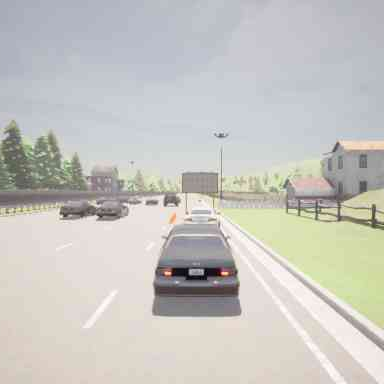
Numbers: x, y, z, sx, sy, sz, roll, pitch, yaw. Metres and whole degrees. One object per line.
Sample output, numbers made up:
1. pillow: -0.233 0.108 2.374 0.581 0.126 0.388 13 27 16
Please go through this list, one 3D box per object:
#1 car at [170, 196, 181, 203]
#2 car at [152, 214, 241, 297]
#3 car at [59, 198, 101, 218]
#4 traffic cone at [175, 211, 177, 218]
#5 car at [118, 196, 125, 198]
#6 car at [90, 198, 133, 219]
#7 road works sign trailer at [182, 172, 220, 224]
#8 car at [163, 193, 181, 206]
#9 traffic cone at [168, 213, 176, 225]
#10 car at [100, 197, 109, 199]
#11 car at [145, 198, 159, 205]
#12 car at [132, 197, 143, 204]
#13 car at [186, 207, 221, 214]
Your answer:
1. car: -3.308 1.564 68.494 1.994 1.385 4.181 0 0 0
2. car: 0.109 1.547 8.742 2.033 1.411 5.357 0 0 1
3. car: -10.360 1.547 30.554 2.033 1.411 5.357 0 0 0
4. traffic cone: -1.454 1.955 25.098 0.340 0.580 0.340 0 0 0
5. car: -13.812 1.564 65.397 1.994 1.385 4.181 0 0 0
6. car: -6.862 1.547 29.155 2.033 1.411 5.357 0 0 0
7. road works sign trailer: 0.517 0.464 22.027 2.380 3.560 2.880 0 0 -5
8. car: -3.329 1.221 53.279 2.150 2.045 5.566 0 0 0
9. traffic cone: -1.457 1.955 23.098 0.340 0.580 0.340 0 0 0
10. car: -13.830 1.526 52.789 1.812 1.442 4.674 0 0 0
11. car: -6.824 1.601 57.532 1.895 1.301 4.718 0 0 0
12. car: -10.318 1.600 61.898 1.895 1.301 4.718 0 0 0
13. car: 0.597 1.538 18.414 1.812 1.442 4.674 0 -1 5
